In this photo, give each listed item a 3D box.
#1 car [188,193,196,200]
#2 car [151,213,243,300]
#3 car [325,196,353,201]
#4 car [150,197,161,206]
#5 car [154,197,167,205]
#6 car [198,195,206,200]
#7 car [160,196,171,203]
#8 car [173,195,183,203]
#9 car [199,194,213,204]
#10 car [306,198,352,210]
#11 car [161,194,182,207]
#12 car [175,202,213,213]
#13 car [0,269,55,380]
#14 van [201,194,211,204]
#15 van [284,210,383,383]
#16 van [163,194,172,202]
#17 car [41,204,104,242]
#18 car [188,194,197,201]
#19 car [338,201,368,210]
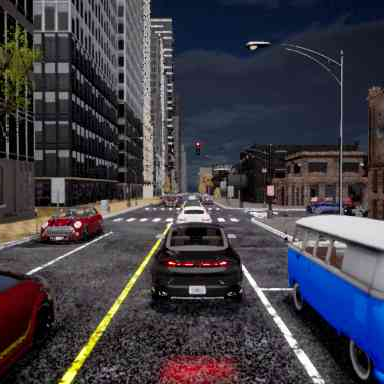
[{"bbox_3d":[0.075,1.257,91.018,2.097,1.767,4.553,0,0,0],"label":"car"},{"bbox_3d":[0.104,1.502,8.374,1.837,1.490,4.892,0,0,0],"label":"car"},{"bbox_3d":[16.559,1.411,39.403,5.009,1.841,2.192,1,0,1],"label":"car"},{"bbox_3d":[-5.795,1.512,53.951,1.752,1.417,4.829,-1,0,0],"label":"car"},{"bbox_3d":[-5.619,1.551,59.764,1.947,1.339,4.313,-1,0,0],"label":"car"},{"bbox_3d":[2.756,1.531,93.568,2.008,1.369,4.403,-1,0,0],"label":"car"},{"bbox_3d":[-5.610,1.549,71.053,1.947,1.339,4.313,-1,0,0],"label":"car"},{"bbox_3d":[-2.942,1.461,70.111,1.882,1.535,5.008,0,0,0],"label":"car"},{"bbox_3d":[2.726,1.425,59.703,1.967,1.590,4.097,-1,0,0],"label":"car"},{"bbox_3d":[14.846,1.684,36.842,4.181,1.385,1.994,1,1,1],"label":"car"},{"bbox_3d":[-3.054,1.339,50.273,2.097,1.767,4.553,0,0,0],"label":"car"},{"bbox_3d":[0.109,1.520,18.730,1.812,1.442,4.674,0,0,0],"label":"car"},{"bbox_3d":[-3.098,1.563,3.445,1.994,1.385,4.181,0,0,0],"label":"car"},{"bbox_3d":[2.729,1.325,65.347,1.690,1.788,3.998,-1,0,0],"label":"van"},{"bbox_3d":[2.679,1.340,5.083,1.690,1.788,3.998,-1,0,0],"label":"van"},{"bbox_3d":[-5.609,1.323,76.697,1.690,1.788,3.998,-1,0,0],"label":"van"},{"bbox_3d":[-5.690,1.435,16.173,1.967,1.590,4.097,-1,0,0],"label":"car"},{"bbox_3d":[0.067,1.504,81.015,1.812,1.442,4.674,0,0,0],"label":"car"},{"bbox_3d":[16.443,1.793,31.026,4.313,1.339,1.947,1,0,1],"label":"car"}]
